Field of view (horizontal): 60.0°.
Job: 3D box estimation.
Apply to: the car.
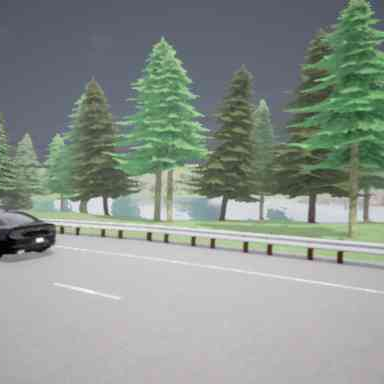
[{"bbox_3d":[-7.040,1.364,11.716,5.008,1.535,1.882,0,0,27],"label":"car"}]
